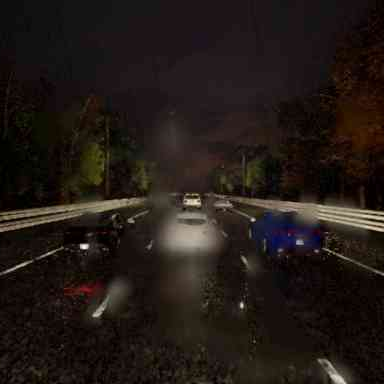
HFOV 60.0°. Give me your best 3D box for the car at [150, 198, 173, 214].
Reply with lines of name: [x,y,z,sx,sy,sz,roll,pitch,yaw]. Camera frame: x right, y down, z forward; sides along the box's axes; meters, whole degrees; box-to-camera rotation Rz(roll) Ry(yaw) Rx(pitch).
car: [-3.489,1.580,36.300,2.033,1.411,5.357,0,0,0]

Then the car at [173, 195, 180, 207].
car: [-3.486,1.588,52.298,2.033,1.411,5.357,0,0,0]

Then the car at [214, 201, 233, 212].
car: [3.509,1.634,38.300,1.895,1.301,4.718,0,0,0]

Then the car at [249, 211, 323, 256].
car: [3.502,1.494,13.255,1.882,1.535,5.008,0,0,0]

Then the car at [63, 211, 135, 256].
car: [-3.496,1.523,13.235,1.837,1.490,4.892,0,0,0]

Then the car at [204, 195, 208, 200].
car: [3.523,1.513,92.847,1.882,1.535,5.008,0,0,0]

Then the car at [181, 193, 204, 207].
car: [0.012,1.258,42.353,2.150,2.045,5.566,0,0,0]

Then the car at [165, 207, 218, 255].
car: [0.003,1.542,13.235,1.812,1.442,4.674,0,0,0]
